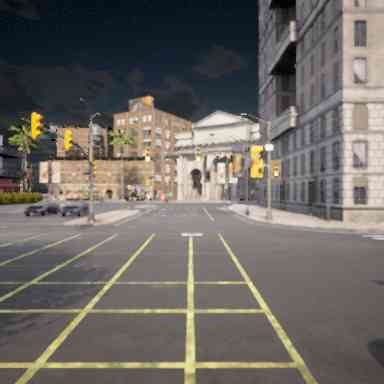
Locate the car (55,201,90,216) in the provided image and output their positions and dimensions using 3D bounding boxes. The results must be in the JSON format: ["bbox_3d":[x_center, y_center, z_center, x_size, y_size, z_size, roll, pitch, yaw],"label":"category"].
[{"bbox_3d":[-11.580,1.661,33.790,2.033,1.411,5.357,0,0,0],"label":"car"}]

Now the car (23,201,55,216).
[{"bbox_3d":[-15.080,1.662,33.960,2.033,1.411,5.357,0,0,0],"label":"car"}]
